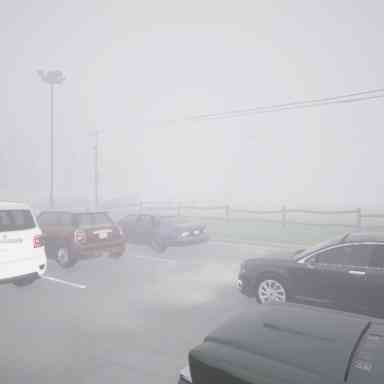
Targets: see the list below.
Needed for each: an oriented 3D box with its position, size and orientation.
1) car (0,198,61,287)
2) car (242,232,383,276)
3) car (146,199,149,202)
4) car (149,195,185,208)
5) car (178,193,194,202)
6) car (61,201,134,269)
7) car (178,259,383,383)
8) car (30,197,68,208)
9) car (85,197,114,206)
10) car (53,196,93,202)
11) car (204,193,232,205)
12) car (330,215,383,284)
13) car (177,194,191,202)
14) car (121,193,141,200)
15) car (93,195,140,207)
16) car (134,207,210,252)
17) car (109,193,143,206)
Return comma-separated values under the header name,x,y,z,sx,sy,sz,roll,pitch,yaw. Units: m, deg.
name,x,y,z,sx,sy,sz,roll,pitch,yaw
car,-5.815,1.222,8.090,5.566,2.045,2.150,0,0,36
car,3.190,1.505,6.014,4.892,1.490,1.837,0,0,36
car,-7.044,1.526,66.423,1.812,1.442,4.674,0,0,37
car,-3.574,1.526,47.559,1.812,1.442,4.674,0,0,36
car,-1.869,1.216,67.563,2.150,2.045,5.566,0,1,37
car,-4.441,1.351,11.415,4.553,1.767,2.097,0,0,36
car,2.214,1.601,2.411,4.718,1.301,1.895,0,0,36
car,-20.560,1.505,47.996,1.837,1.490,4.892,0,0,35
car,-15.316,1.564,55.198,1.994,1.385,4.181,0,0,37
car,-15.336,1.352,43.260,2.097,1.767,4.553,0,0,35
car,5.097,1.223,59.399,2.150,2.045,5.566,0,0,36
car,6.257,1.478,8.129,5.008,1.535,1.882,0,0,36
car,-2.997,1.548,60.182,2.033,1.411,5.357,0,0,36
car,-10.300,1.352,50.218,2.097,1.767,4.553,0,0,36
car,-9.017,1.505,40.080,1.837,1.490,4.892,0,0,36
car,-1.857,1.548,13.869,5.357,1.411,2.033,0,0,36
car,-10.880,1.222,55.348,2.150,2.045,5.566,0,0,36
